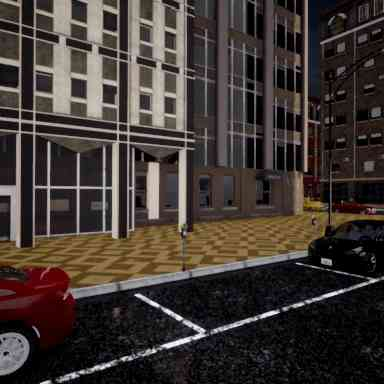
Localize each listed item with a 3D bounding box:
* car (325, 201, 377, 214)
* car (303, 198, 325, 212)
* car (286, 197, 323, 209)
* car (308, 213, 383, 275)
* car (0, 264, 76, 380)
[{"bbox_3d":[15.550,1.535,32.189,1.802,1.307,4.206,0,0,-36],"label":"car"},{"bbox_3d":[12.341,1.468,36.647,1.752,1.417,4.829,0,0,-36],"label":"car"},{"bbox_3d":[15.634,1.500,46.415,1.752,1.417,4.829,0,0,-36],"label":"car"},{"bbox_3d":[5.509,1.567,10.510,4.313,1.339,1.947,0,0,-36],"label":"car"},{"bbox_3d":[-3.740,1.545,3.885,4.507,1.381,1.887,0,0,-36],"label":"car"}]
